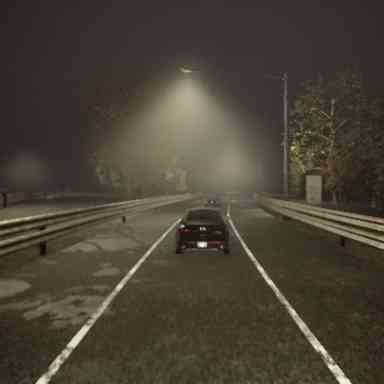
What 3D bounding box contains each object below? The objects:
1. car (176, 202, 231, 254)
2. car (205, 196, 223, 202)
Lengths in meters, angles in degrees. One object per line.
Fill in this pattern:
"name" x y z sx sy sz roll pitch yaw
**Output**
"car" 0.428 1.357 12.863 1.837 1.490 4.892 0 1 2
"car" 2.428 1.100 37.373 2.033 1.411 5.357 0 1 7
